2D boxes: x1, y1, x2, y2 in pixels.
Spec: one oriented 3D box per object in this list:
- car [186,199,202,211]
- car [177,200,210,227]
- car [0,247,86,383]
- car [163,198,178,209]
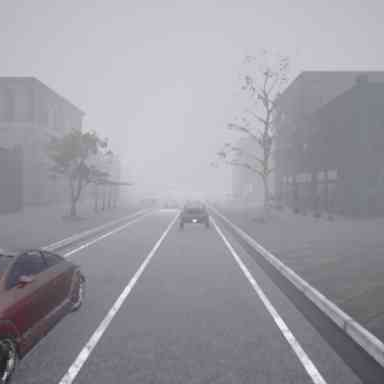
[{"bbox_3d":[0.226,1.611,42.264,1.895,1.301,4.718,0,-1,0],"label":"car"},{"bbox_3d":[0.165,1.497,22.626,1.837,1.490,4.892,0,0,0],"label":"car"},{"bbox_3d":[-3.087,1.562,4.907,1.994,1.385,4.181,0,0,0],"label":"car"},{"bbox_3d":[-2.943,1.554,46.391,2.128,1.511,4.902,0,-1,0],"label":"car"}]
